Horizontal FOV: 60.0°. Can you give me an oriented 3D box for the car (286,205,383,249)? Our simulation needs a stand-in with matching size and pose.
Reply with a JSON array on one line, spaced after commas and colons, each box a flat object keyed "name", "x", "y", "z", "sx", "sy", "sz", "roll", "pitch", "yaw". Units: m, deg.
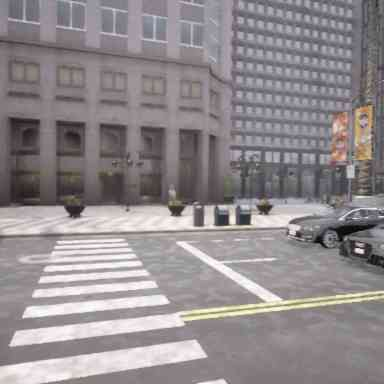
[{"name": "car", "x": 6.111, "y": 1.272, "z": 13.163, "sx": 4.902, "sy": 1.511, "sz": 2.128, "roll": 0, "pitch": 1, "yaw": -17}]

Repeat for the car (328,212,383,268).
[{"name": "car", "x": 6.455, "y": 1.427, "z": 9.609, "sx": 4.181, "sy": 1.385, "sz": 1.994, "roll": 0, "pitch": 1, "yaw": -17}]
